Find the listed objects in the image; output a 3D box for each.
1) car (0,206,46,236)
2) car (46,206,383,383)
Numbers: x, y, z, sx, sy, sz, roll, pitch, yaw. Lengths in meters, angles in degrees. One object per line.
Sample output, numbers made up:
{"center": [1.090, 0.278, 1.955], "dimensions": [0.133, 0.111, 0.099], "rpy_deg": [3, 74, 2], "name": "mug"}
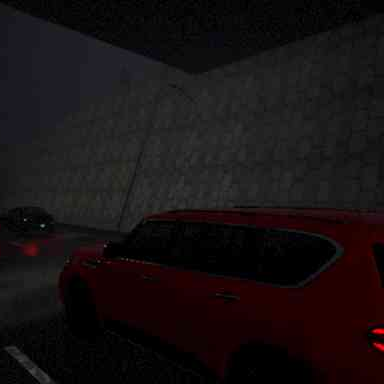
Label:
{"center": [-9.285, 1.523, 18.544], "dimensions": [4.674, 1.442, 1.812], "rpy_deg": [0, 0, 44], "name": "car"}
{"center": [0.287, 1.221, 4.579], "dimensions": [5.566, 2.045, 2.150], "rpy_deg": [0, 0, 44], "name": "car"}
